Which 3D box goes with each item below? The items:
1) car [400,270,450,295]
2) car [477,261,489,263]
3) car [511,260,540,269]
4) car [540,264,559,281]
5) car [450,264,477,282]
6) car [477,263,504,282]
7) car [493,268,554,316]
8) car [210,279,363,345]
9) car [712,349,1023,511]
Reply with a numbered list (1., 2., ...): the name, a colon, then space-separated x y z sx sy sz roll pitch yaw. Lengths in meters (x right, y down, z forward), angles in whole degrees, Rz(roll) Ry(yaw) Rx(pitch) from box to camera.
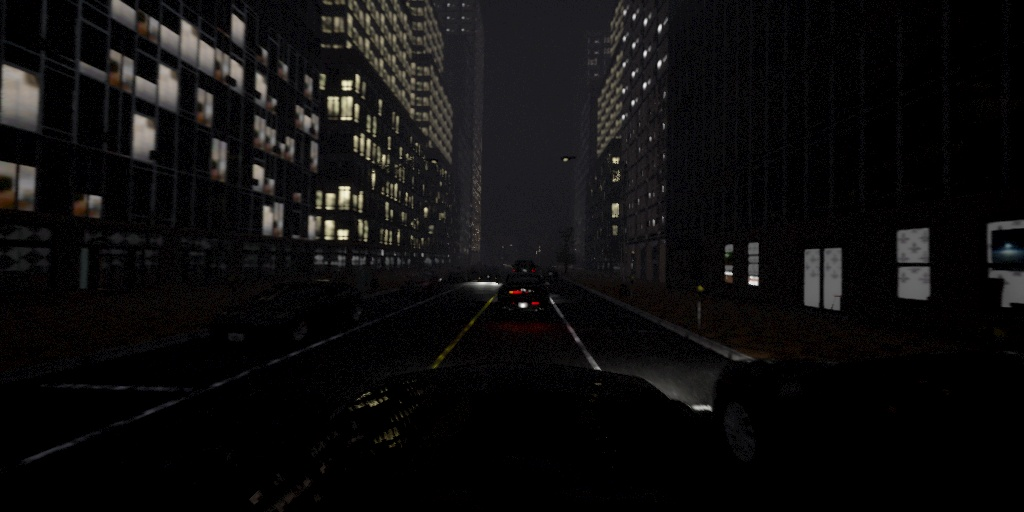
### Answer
1. car: -5.111 1.463 20.828 1.802 1.307 4.207 0 0 2
2. car: -4.280 1.711 43.582 1.888 1.381 4.507 0 0 2
3. car: 1.125 1.361 32.408 2.150 2.045 5.566 1 -1 2
4. car: 3.885 1.820 37.573 1.948 1.339 4.313 0 0 2
5. car: -4.696 1.575 32.206 2.007 1.370 4.403 0 0 2
6. car: -2.021 1.654 33.441 1.994 1.385 4.181 1 -1 2
7. car: 0.458 1.416 14.297 1.837 1.490 4.892 1 -1 2
8. car: -5.527 1.303 9.454 1.948 1.339 4.313 0 0 2
9. car: 3.054 1.317 1.992 1.837 1.490 4.892 1 -1 2
